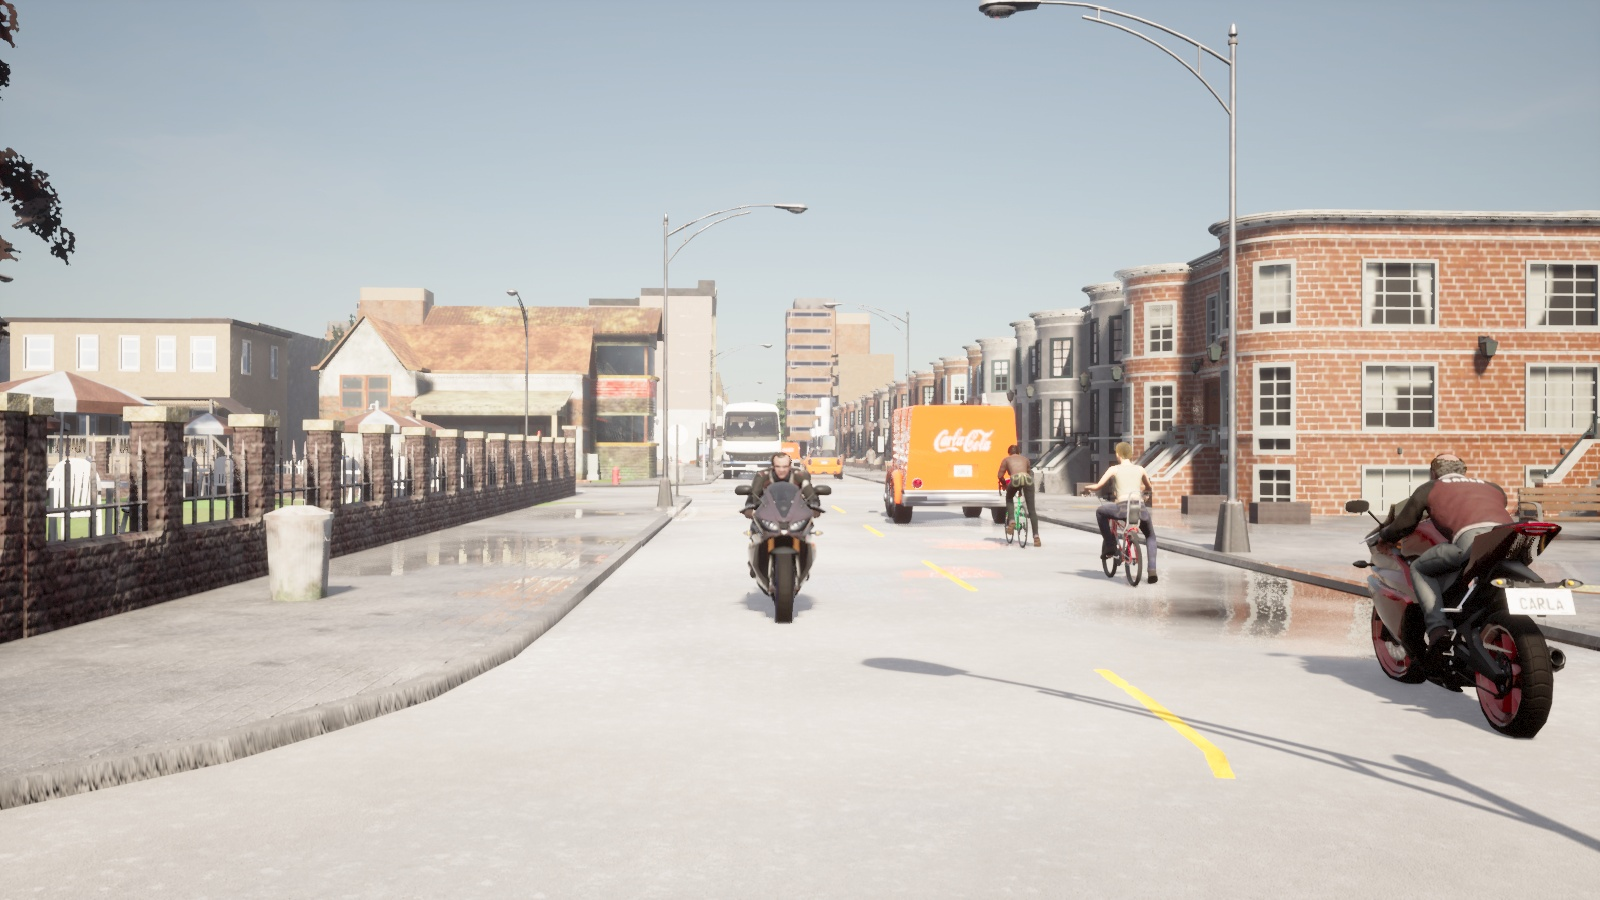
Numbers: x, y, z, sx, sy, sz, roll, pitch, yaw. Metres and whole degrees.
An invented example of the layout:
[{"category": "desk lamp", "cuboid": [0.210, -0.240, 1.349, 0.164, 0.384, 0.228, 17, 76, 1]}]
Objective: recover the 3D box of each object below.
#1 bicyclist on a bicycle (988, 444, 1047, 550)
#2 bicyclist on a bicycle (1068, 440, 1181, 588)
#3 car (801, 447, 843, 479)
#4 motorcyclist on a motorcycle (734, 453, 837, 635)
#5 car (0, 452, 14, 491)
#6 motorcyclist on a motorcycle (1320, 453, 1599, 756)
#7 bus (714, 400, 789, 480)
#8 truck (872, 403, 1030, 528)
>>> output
[{"category": "bicyclist on a bicycle", "cuboid": [3.462, 0.726, 20.117, 0.582, 1.620, 1.656, 0, 0, -2]}, {"category": "bicyclist on a bicycle", "cuboid": [3.701, 0.699, 14.451, 0.866, 1.612, 1.509, 0, 0, -2]}, {"category": "car", "cuboid": [1.230, 0.728, 71.487, 2.097, 1.767, 4.553, 0, 0, -2]}, {"category": "motorcyclist on a motorcycle", "cuboid": [-0.168, 0.799, 11.708, 0.866, 1.530, 2.191, 0, 0, -3]}, {"category": "car", "cuboid": [-33.778, 0.842, 48.970, 4.902, 1.511, 2.128, 0, 0, -3]}, {"category": "motorcyclist on a motorcycle", "cuboid": [3.892, 0.786, 7.489, 0.866, 1.530, 2.191, 0, 0, 6]}, {"category": "bus", "cuboid": [-2.785, -0.499, 71.968, 3.944, 4.253, 10.273, 0, 0, -2]}, {"category": "truck", "cuboid": [3.140, 0.300, 27.460, 2.627, 2.467, 5.204, 0, 0, -2]}]
